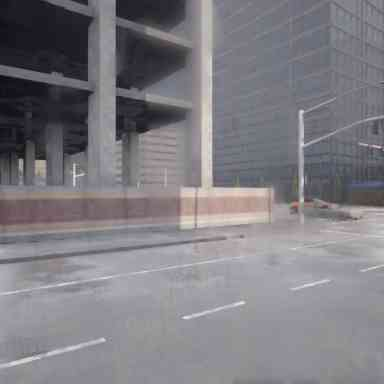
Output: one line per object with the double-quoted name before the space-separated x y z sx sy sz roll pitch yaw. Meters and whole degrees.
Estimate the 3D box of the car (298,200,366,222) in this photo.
"car" 11.229 1.601 26.682 1.895 1.301 4.718 0 0 -32

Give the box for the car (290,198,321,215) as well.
"car" 11.842 1.352 32.276 2.097 1.767 4.553 0 0 -37

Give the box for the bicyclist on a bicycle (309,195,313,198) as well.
"bicyclist on a bicycle" 16.514 1.301 46.176 1.656 1.620 0.582 0 0 -36
